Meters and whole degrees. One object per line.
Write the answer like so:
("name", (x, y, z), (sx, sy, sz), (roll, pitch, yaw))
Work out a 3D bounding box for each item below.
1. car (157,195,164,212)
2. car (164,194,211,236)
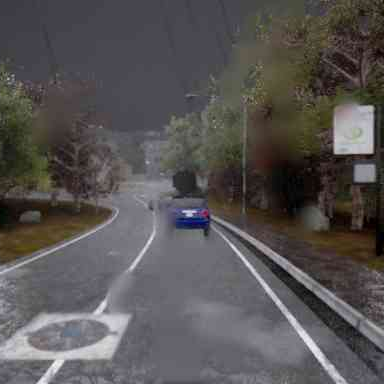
("car", (-2.566, 1.075, 35.566), (2.097, 1.767, 4.553), (-1, 2, -11))
("car", (-0.289, 1.180, 18.206), (2.150, 2.045, 5.566), (0, 0, -4))
